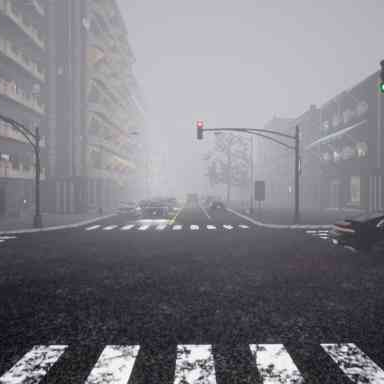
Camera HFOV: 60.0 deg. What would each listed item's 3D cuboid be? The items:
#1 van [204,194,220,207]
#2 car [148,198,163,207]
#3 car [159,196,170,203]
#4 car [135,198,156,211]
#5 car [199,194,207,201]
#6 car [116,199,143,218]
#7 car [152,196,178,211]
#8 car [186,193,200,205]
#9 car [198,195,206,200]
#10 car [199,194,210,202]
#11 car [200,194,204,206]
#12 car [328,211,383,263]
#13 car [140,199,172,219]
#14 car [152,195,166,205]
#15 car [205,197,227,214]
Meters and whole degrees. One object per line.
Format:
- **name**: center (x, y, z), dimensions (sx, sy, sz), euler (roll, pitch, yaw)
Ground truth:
- **van**: center (2.698, 1.327, 41.208), dimensions (1.690, 1.788, 3.998), euler (0, 0, 0)
- **car**: center (-5.677, 1.562, 52.286), dimensions (1.802, 1.307, 4.206), euler (0, 0, 0)
- **car**: center (-5.672, 1.551, 68.886), dimensions (1.802, 1.307, 4.206), euler (0, 0, 0)
- **car**: center (-5.680, 1.531, 41.218), dimensions (1.887, 1.381, 4.507), euler (0, 0, 0)
- **car**: center (2.712, 1.396, 85.476), dimensions (1.967, 1.590, 4.097), euler (0, 0, 0)
- **car**: center (-5.684, 1.542, 30.151), dimensions (2.008, 1.369, 4.403), euler (0, 0, 0)
- **car**: center (-3.087, 1.535, 38.659), dimensions (2.033, 1.411, 5.357), euler (0, 0, 0)
- **car**: center (0.117, 1.198, 59.018), dimensions (2.150, 2.045, 5.566), euler (0, 0, 0)
- **car**: center (2.715, 1.496, 91.010), dimensions (1.887, 1.381, 4.507), euler (0, 0, 0)
- **car**: center (2.708, 1.280, 74.410), dimensions (2.192, 1.841, 5.009), euler (0, 0, 0)
- **car**: center (2.702, 1.420, 52.276), dimensions (1.967, 1.590, 4.097), euler (0, 0, 0)
- **car**: center (7.082, 1.362, 10.909), dimensions (4.902, 1.511, 2.128), euler (-1, 1, -1)
- **car**: center (-3.100, 1.556, 29.311), dimensions (1.994, 1.385, 4.181), euler (0, 0, -1)
- **car**: center (-5.677, 1.417, 57.819), dimensions (1.967, 1.590, 4.097), euler (0, 0, 0)
- **car**: center (2.698, 1.555, 35.675), dimensions (1.947, 1.339, 4.313), euler (0, 0, 0)
